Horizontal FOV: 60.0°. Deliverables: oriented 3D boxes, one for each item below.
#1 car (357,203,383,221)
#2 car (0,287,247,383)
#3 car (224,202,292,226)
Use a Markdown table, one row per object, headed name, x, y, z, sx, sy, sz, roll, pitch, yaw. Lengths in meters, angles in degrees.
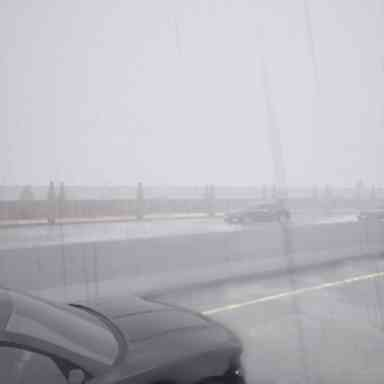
| name | x | y | z | sx | sy | sz | roll | pitch | yaw |
| --- | --- | --- | --- | --- | --- | --- | --- | --- | --- |
| car | 13.496 | 1.450 | 22.599 | 4.892 | 1.490 | 1.837 | 0 | 0 | -22 |
| car | -1.780 | 1.463 | 2.335 | 5.008 | 1.535 | 1.882 | 0 | 0 | -35 |
| car | 4.448 | 1.430 | 22.429 | 4.892 | 1.490 | 1.837 | 0 | 0 | -25 |
